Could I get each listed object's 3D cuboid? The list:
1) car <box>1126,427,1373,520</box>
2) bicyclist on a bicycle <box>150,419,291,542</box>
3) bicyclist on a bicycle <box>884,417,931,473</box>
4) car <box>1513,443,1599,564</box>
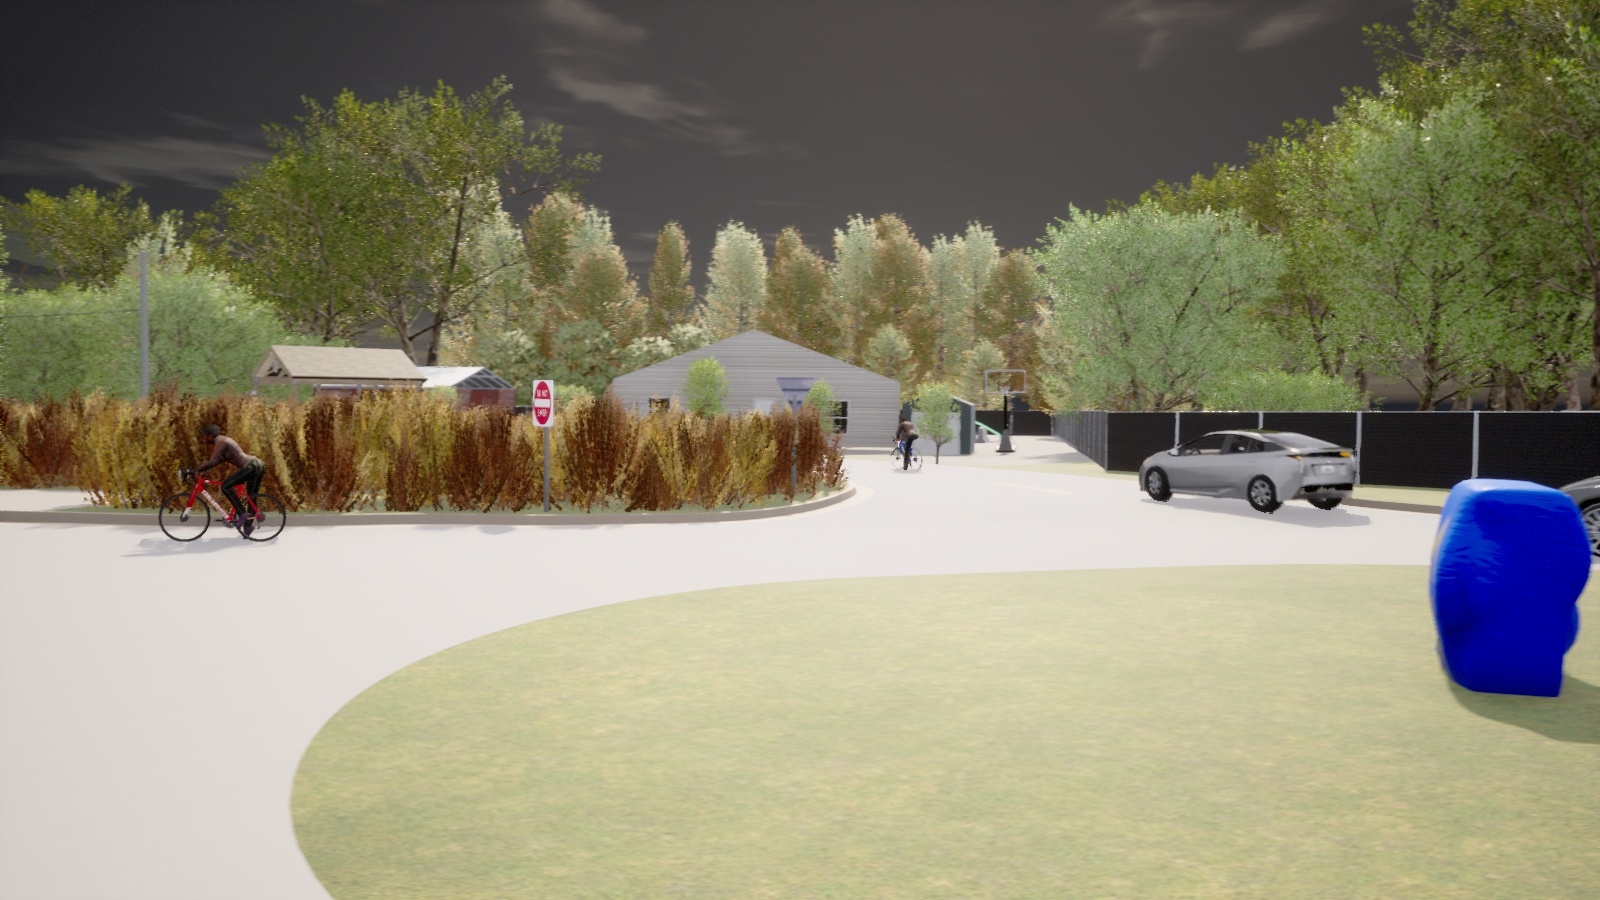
[{"bbox_3d":[8.776,0.377,24.994,2.007,1.525,4.514,-1,3,-25],"label":"car"},{"bbox_3d":[-7.972,0.415,17.325,1.656,1.620,0.582,1,3,-13],"label":"bicyclist on a bicycle"},{"bbox_3d":[3.199,-0.159,37.550,0.582,1.620,1.656,-1,3,-28],"label":"bicyclist on a bicycle"},{"bbox_3d":[11.664,0.600,15.075,2.128,1.511,4.902,-1,-1,-35],"label":"car"}]
